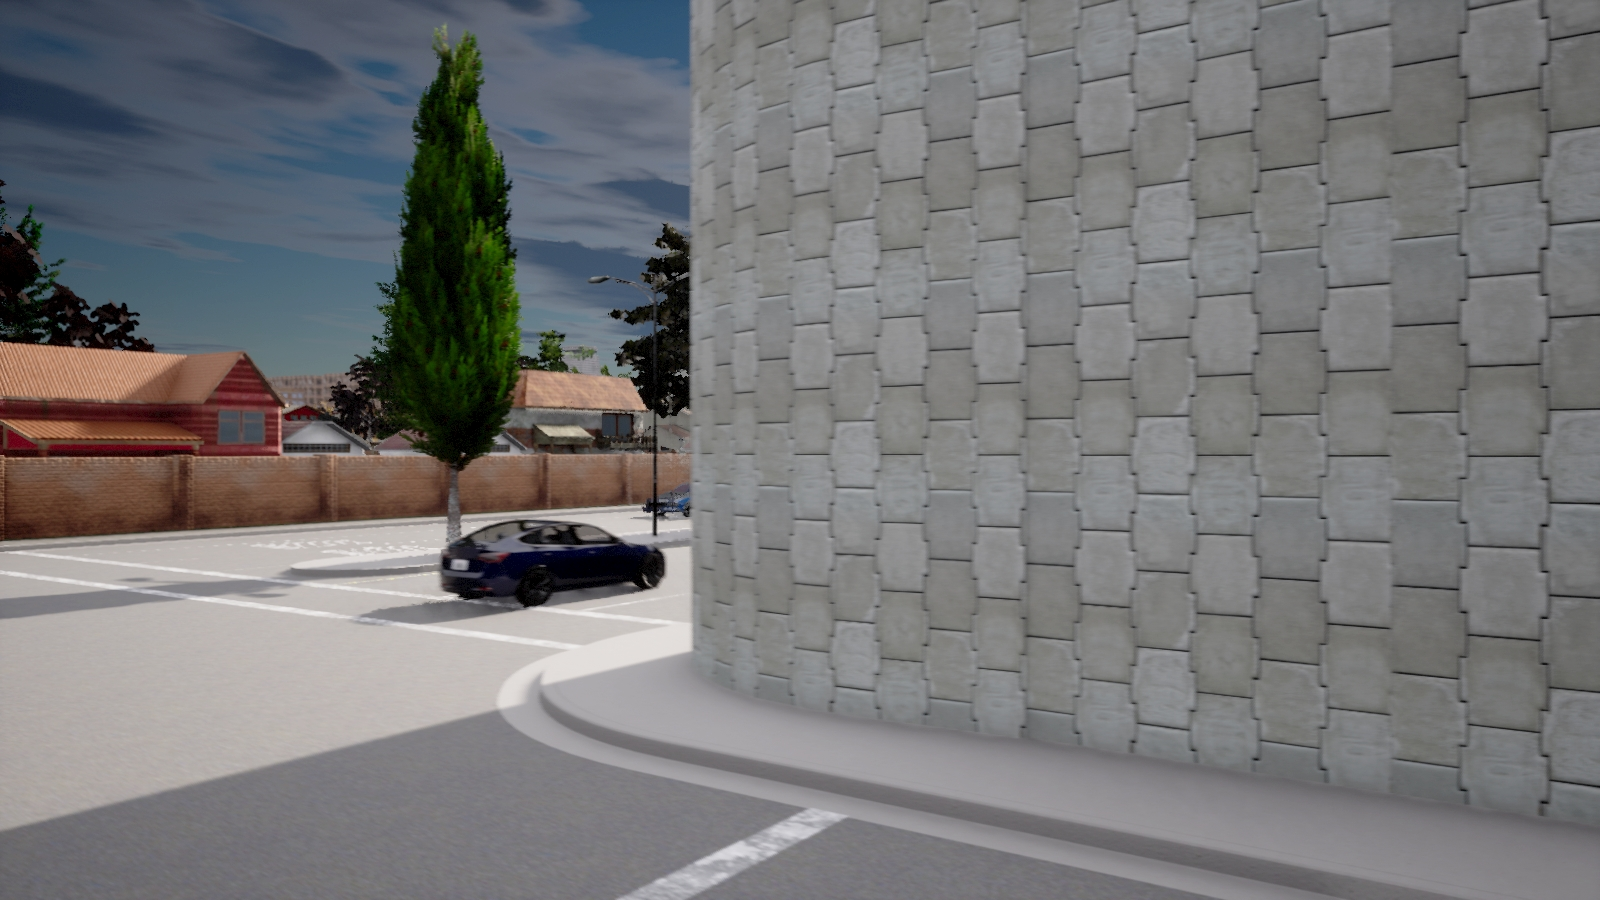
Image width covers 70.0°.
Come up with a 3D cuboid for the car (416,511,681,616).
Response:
[{"bbox_3d":[-4.674,2.062,21.945,2.163,1.488,4.792,0,0,35],"label":"car"}]

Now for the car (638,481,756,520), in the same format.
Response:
[{"bbox_3d":[-4.308,2.105,48.699,2.033,1.411,5.357,0,0,34],"label":"car"}]
